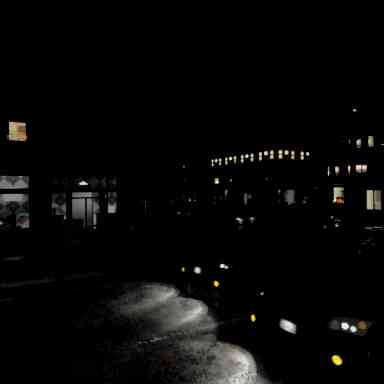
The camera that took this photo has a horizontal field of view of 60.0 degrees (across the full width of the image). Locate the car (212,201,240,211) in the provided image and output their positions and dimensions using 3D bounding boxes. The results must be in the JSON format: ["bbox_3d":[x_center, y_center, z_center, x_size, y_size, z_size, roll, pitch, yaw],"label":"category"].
[{"bbox_3d":[4.839,1.967,47.709,1.802,1.307,4.206,-1,0,-29],"label":"car"}]

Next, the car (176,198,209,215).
[{"bbox_3d":[0.249,1.847,38.773,1.967,1.590,4.097,-1,0,-29],"label":"car"}]

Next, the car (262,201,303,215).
[{"bbox_3d":[10.269,1.810,38.063,2.008,1.369,4.403,-1,0,-29],"label":"car"}]

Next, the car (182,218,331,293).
[{"bbox_3d":[1.863,1.563,8.410,4.181,1.385,1.994,0,0,-29],"label":"car"}]

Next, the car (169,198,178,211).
[{"bbox_3d":[-1.708,2.003,47.590,1.812,1.442,4.674,-1,0,-29],"label":"car"}]

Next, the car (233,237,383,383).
[{"bbox_3d":[2.984,1.563,5.309,4.181,1.385,1.994,0,0,-29],"label":"car"}]

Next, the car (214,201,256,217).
[{"bbox_3d":[4.429,1.814,36.652,1.882,1.535,5.008,-1,0,-29],"label":"car"}]

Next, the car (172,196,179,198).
[{"bbox_3d":[-3.898,1.778,57.954,2.150,2.045,5.566,-1,0,-29],"label":"car"}]

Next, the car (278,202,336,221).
[{"bbox_3d":[9.520,1.708,27.606,2.128,1.511,4.902,-1,0,-29],"label":"car"}]

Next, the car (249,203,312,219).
[{"bbox_3d":[6.955,1.814,26.621,1.947,1.339,4.313,-1,0,-29],"label":"car"}]

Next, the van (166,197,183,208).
[{"bbox_3d":[-3.313,1.908,62.179,1.690,1.788,3.998,-1,0,-29],"label":"van"}]
